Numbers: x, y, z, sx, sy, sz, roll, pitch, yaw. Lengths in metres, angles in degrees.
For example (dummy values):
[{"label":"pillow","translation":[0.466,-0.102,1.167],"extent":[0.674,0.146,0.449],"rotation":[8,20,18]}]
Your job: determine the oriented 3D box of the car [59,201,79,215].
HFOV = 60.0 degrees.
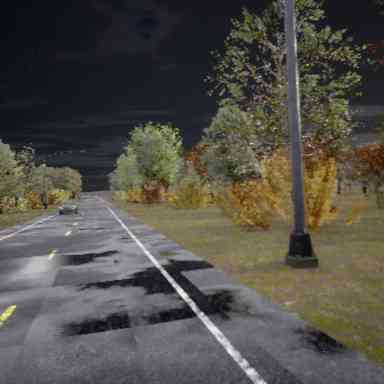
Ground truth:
[{"label":"car","translation":[-15.758,1.916,42.657],"extent":[2.097,1.767,4.553],"rotation":[-3,0,-16]}]
